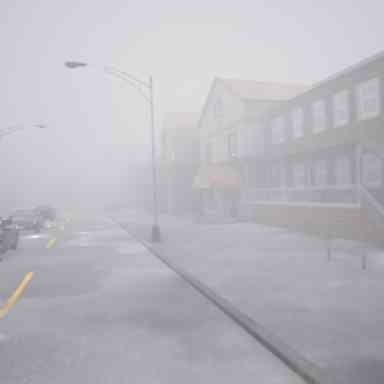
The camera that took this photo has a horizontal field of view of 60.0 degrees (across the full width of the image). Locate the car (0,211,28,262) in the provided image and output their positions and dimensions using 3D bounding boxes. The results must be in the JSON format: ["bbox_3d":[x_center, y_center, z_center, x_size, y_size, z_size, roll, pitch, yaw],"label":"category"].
[{"bbox_3d":[-8.092,1.769,12.987,2.128,1.511,4.902,-2,0,-18],"label":"car"}]

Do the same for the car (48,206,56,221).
[{"bbox_3d":[-14.304,2.053,32.299,2.033,1.411,5.357,-2,0,-18],"label":"car"}]

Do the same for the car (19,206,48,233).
[{"bbox_3d":[-11.138,1.915,22.462,1.812,1.442,4.674,-2,0,-18],"label":"car"}]
